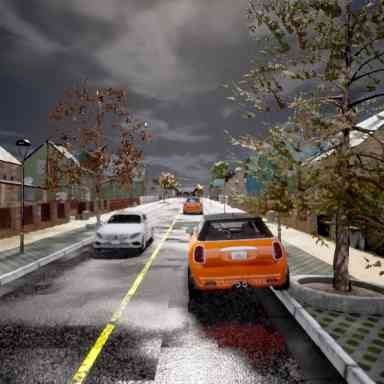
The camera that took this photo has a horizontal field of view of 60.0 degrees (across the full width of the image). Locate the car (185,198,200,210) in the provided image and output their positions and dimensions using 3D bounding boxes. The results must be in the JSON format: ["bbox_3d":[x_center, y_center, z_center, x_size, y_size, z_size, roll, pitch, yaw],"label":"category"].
[{"bbox_3d":[0.084,1.635,45.932,2.033,1.411,5.357,0,0,1],"label":"car"}]

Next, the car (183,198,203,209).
[{"bbox_3d":[0.122,1.413,36.151,2.097,1.767,4.553,0,0,0],"label":"car"}]

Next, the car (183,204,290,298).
[{"bbox_3d":[0.933,1.311,8.719,2.097,1.767,4.553,-3,-1,0],"label":"car"}]

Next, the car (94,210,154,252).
[{"bbox_3d":[-2.732,1.545,14.206,1.812,1.442,4.674,0,0,0],"label":"car"}]
